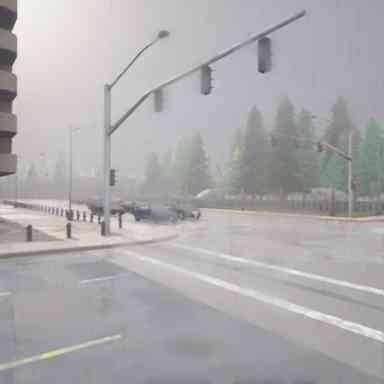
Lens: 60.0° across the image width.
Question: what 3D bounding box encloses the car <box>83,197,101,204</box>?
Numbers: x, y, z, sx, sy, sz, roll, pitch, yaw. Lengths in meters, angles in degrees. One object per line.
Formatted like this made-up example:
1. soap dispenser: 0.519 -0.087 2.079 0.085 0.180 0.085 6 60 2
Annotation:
1. car: -12.699 1.752 45.239 1.895 1.301 4.718 0 0 -36

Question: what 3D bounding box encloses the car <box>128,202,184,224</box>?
1. car: -2.936 1.656 26.091 1.812 1.442 4.674 0 0 -38

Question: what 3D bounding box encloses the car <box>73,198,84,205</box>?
1. car: -21.020 1.774 62.759 1.895 1.301 4.718 0 0 -36

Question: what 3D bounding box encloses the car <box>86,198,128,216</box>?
1. car: -8.637 1.678 33.803 2.033 1.411 5.357 0 0 -36

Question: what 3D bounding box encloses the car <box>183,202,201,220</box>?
1. car: -1.131 1.642 29.514 2.128 1.511 4.902 0 0 -36

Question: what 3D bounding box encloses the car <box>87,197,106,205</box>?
1. car: -18.947 1.684 65.848 2.128 1.511 4.902 0 0 -36

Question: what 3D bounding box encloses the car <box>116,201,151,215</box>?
1. car: -6.603 1.752 36.944 1.895 1.301 4.718 0 0 -36
